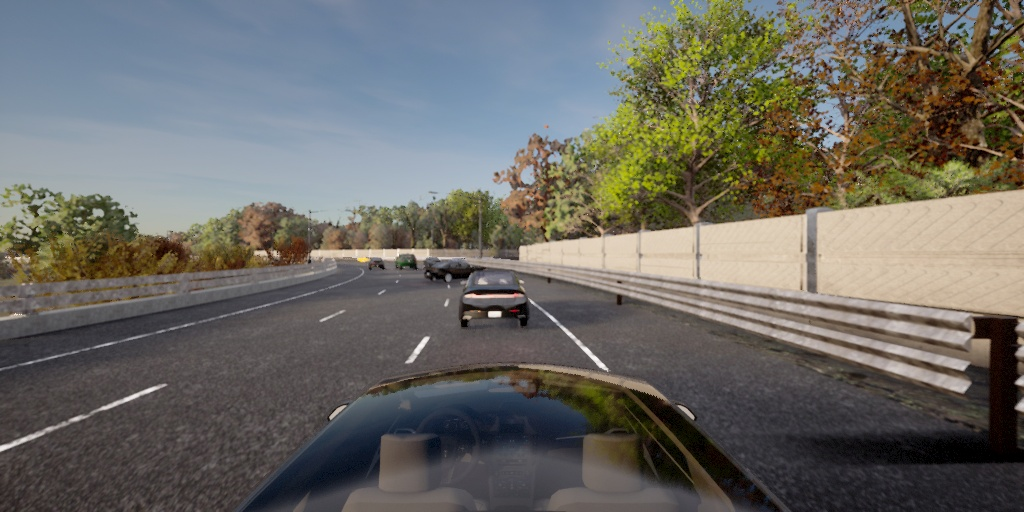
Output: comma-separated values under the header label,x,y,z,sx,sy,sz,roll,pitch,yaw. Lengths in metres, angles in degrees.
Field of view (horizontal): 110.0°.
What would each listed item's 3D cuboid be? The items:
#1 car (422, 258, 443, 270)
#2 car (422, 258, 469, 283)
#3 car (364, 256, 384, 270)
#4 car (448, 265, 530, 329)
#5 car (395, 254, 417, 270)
label,x,y,z,sx,sy,sz,roll,pitch,yaw
car,-10.848,1.003,48.610,1.837,1.490,4.892,0,0,-25
car,-4.139,1.092,26.787,1.882,1.535,5.008,0,0,43
car,-18.050,1.015,47.447,1.837,1.490,4.892,0,0,-26
car,-0.588,1.189,11.094,2.128,1.511,4.902,0,0,-4
car,-13.881,0.731,46.908,2.150,2.045,5.566,0,0,-25
